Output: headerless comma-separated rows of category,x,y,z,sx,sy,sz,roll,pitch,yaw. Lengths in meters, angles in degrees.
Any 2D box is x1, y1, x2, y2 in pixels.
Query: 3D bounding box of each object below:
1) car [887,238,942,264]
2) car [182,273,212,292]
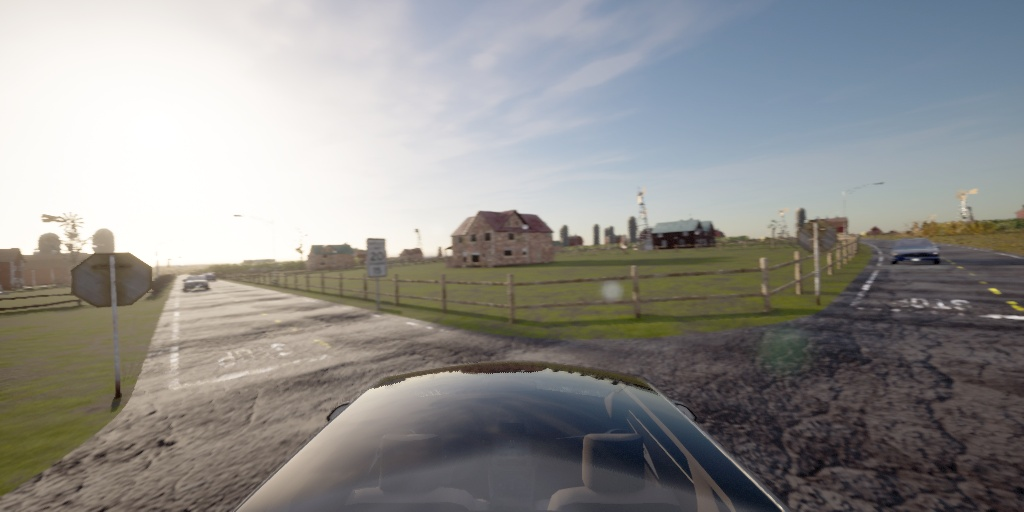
car,23.300,-0.326,20.841,5.357,1.411,2.033,-4,2,-43
car,-32.225,2.757,36.556,1.812,1.442,4.674,-2,0,-43
